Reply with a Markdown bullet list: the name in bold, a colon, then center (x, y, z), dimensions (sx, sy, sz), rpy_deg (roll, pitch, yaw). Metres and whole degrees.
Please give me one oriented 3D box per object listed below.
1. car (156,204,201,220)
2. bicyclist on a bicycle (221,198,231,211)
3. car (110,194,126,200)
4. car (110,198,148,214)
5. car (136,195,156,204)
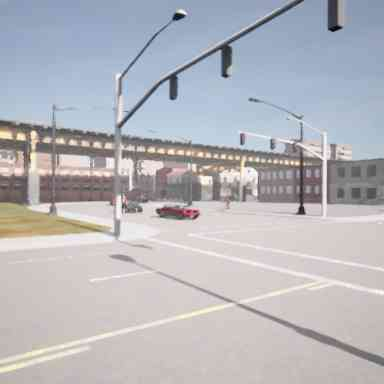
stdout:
- **car**: center (-1.269, 1.716, 29.467), dimensions (1.895, 1.301, 4.718), rpy_deg (1, 0, -36)
- **bicyclist on a bicycle**: center (4.207, 1.505, 40.594), dimensions (1.656, 1.620, 0.582), rpy_deg (0, 0, -36)
- **car**: center (-13.233, 1.381, 60.052), dimensions (2.150, 2.045, 5.566), rpy_deg (0, 0, 1)
- **car**: center (-7.159, 1.672, 37.604), dimensions (1.994, 1.385, 4.181), rpy_deg (1, 0, -36)
- **car**: center (-10.540, 1.748, 70.440), dimensions (2.128, 1.511, 4.902), rpy_deg (0, 0, 30)
